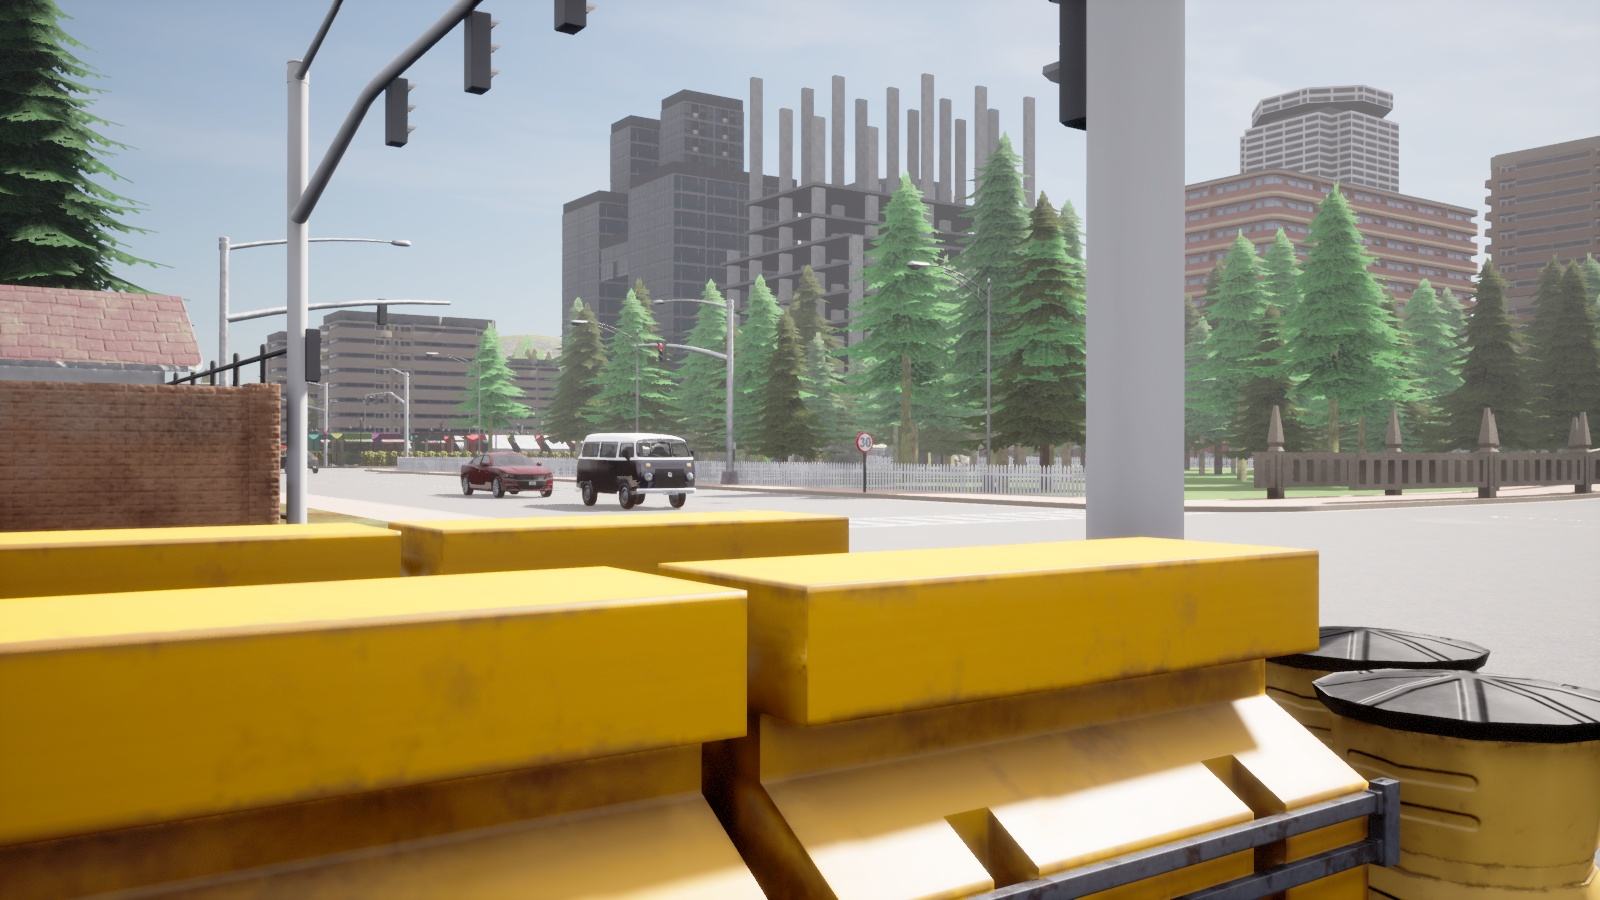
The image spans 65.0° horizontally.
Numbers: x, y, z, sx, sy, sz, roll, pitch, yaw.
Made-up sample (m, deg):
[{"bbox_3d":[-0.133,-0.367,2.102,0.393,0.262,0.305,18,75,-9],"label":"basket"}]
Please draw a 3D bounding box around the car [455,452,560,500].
[{"bbox_3d":[-10.039,0.849,42.856,1.882,1.535,5.008,0,0,-33],"label":"car"}]

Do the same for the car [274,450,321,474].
[{"bbox_3d":[-35.247,0.813,88.001,2.152,1.651,5.027,0,0,-33],"label":"car"}]

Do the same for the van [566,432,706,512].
[{"bbox_3d":[-4.568,0.562,34.452,2.069,2.038,4.480,0,0,-33],"label":"van"}]
